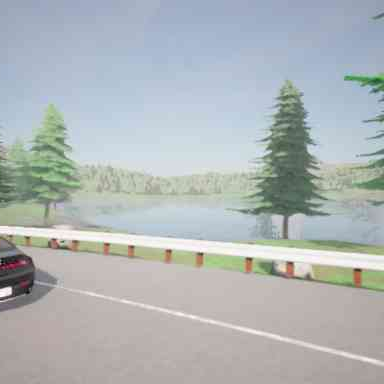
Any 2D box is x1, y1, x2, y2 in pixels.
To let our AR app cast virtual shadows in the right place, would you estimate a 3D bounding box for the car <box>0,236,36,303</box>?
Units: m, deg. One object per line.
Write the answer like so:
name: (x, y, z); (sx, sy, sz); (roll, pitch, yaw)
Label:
car: (-5.399, 1.519, 6.996); (4.892, 1.490, 1.837); (0, 0, 29)
